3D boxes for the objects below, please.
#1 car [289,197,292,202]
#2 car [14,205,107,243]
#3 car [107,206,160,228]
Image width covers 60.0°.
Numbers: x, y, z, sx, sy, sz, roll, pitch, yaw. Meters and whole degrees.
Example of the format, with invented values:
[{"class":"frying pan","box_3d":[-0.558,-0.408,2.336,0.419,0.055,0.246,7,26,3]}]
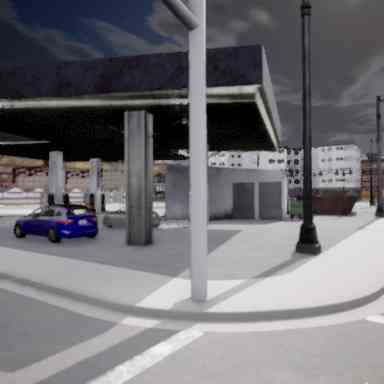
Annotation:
[{"class":"car","box_3d":[22.863,1.824,79.403,4.181,1.385,1.994,-1,0,24]},{"class":"car","box_3d":[-6.693,1.441,16.279,4.611,1.667,2.242,-1,0,36]},{"class":"car","box_3d":[-3.975,1.609,21.397,3.806,1.475,1.970,-1,0,36]}]
